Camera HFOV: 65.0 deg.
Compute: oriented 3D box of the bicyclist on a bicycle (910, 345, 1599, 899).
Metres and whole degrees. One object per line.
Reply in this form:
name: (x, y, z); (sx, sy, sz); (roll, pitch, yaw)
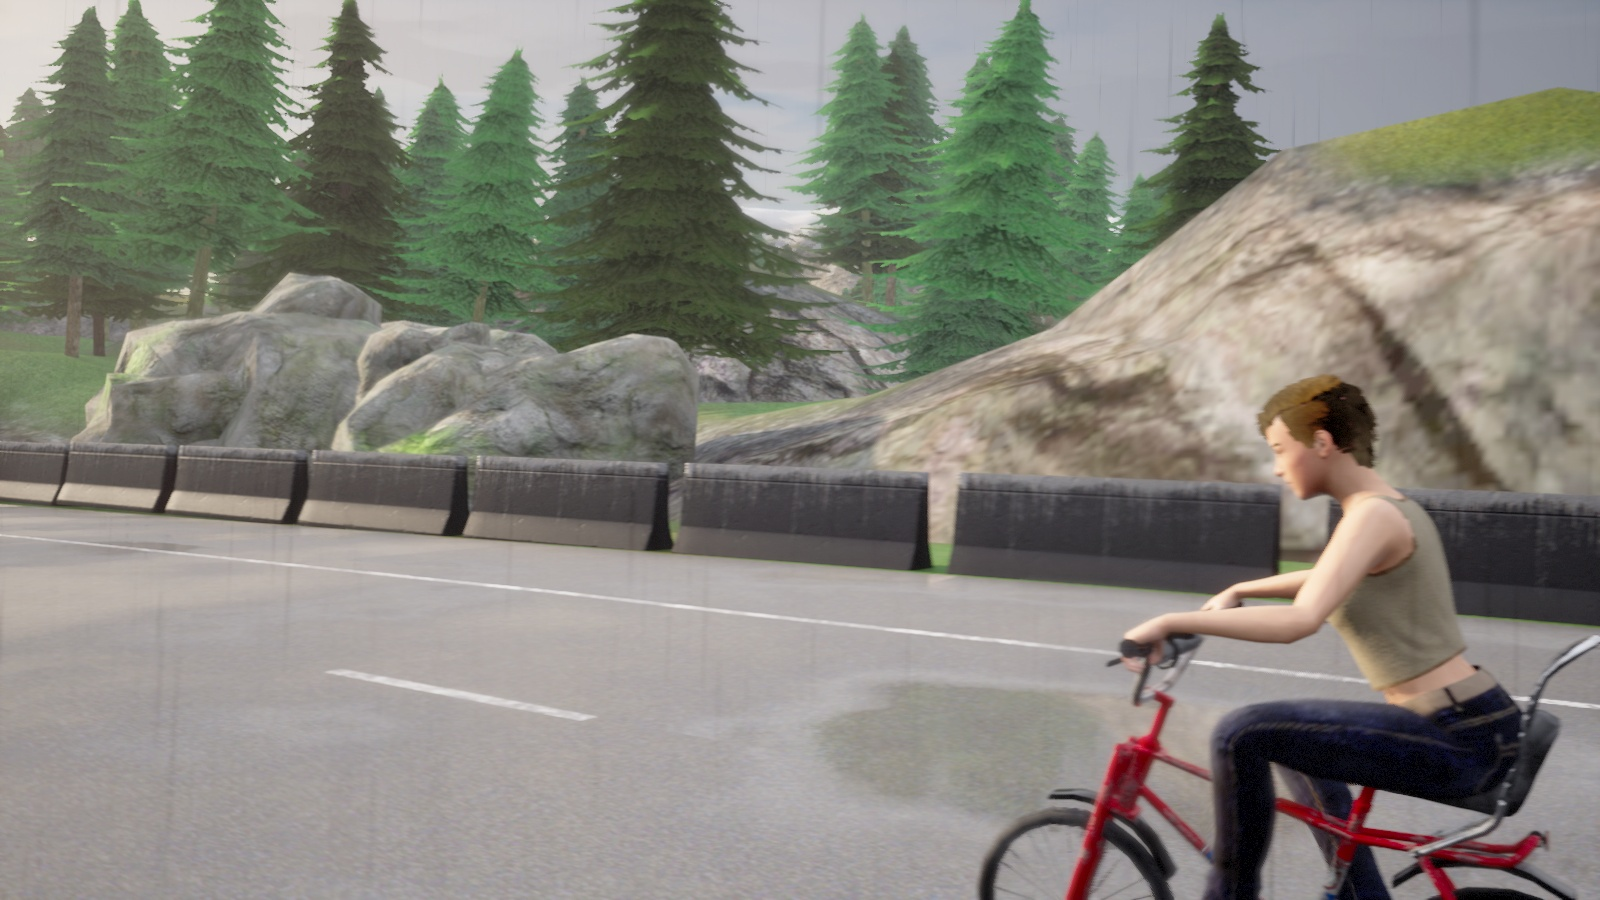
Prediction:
bicyclist on a bicycle: (1.129, 0.617, 2.868); (1.509, 1.612, 0.866); (0, 1, 34)
